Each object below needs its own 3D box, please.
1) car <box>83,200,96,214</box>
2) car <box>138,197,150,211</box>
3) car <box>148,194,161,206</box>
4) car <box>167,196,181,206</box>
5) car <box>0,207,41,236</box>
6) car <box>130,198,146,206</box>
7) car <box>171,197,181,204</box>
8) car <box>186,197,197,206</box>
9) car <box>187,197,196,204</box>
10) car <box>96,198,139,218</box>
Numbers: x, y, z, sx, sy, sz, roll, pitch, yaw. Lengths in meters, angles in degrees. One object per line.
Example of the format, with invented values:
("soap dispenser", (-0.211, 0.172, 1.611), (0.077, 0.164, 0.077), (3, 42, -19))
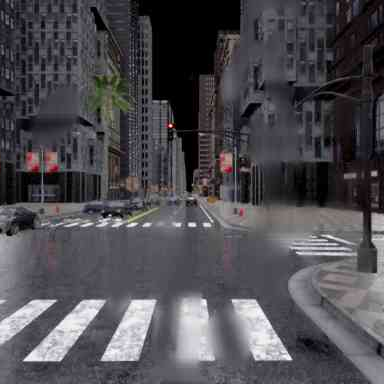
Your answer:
("car", (-9.946, 1.584, 35.351), (2.033, 1.411, 5.357), (0, 0, 0))
("car", (-6.709, 1.623, 40.636), (1.994, 1.385, 4.181), (0, 0, -1))
("car", (-6.720, 1.396, 57.944), (2.150, 2.045, 5.566), (0, -1, 0))
("car", (-3.313, 1.538, 59.579), (2.097, 1.767, 4.553), (0, -1, 0))
("car", (-9.896, 1.522, 17.895), (1.994, 1.385, 4.181), (0, 0, 0))
("car", (-9.952, 1.748, 61.343), (2.033, 1.411, 5.357), (0, -1, 0))
("car", (-3.382, 1.848, 70.595), (1.994, 1.385, 4.181), (0, -1, 0))
("car", (-0.062, 1.666, 59.780), (1.882, 1.535, 5.008), (0, 0, 0))
("car", (-0.122, 1.814, 70.830), (1.812, 1.442, 4.674), (0, -1, 0))
("car", (-6.657, 1.569, 30.438), (2.033, 1.411, 5.357), (0, 0, 4))
